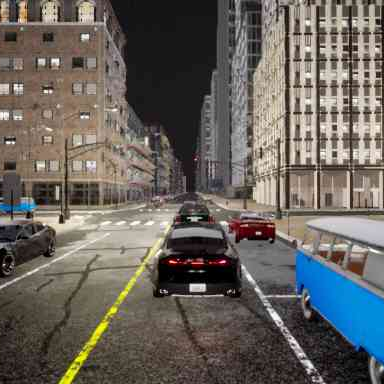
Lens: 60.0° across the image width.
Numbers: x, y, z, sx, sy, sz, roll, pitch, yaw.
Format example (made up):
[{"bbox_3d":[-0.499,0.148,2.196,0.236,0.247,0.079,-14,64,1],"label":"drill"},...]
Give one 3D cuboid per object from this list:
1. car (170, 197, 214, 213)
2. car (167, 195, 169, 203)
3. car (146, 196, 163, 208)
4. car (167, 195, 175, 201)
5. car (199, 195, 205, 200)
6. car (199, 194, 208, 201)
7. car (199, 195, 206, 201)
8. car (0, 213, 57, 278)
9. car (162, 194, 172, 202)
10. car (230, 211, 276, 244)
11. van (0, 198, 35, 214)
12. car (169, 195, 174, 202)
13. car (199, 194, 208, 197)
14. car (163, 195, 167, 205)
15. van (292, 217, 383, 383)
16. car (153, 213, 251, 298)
[{"bbox_3d":[0.085,1.352,17.608,2.097,1.767,4.553,0,0,-1],"label":"car"},{"bbox_3d":[-5.630,1.562,59.541,1.802,1.307,4.206,1,0,0],"label":"car"},{"bbox_3d":[-5.640,1.573,48.237,1.802,1.307,4.206,1,0,0],"label":"car"},{"bbox_3d":[-5.605,1.475,87.629,1.752,1.417,4.829,1,0,0],"label":"car"},{"bbox_3d":[2.779,1.524,93.441,1.802,1.307,4.206,1,0,0],"label":"car"},{"bbox_3d":[2.772,1.396,82.139,1.967,1.590,4.097,1,0,0],"label":"car"},{"bbox_3d":[2.776,1.474,87.960,1.752,1.417,4.829,1,0,0],"label":"car"},{"bbox_3d":[-5.673,1.567,10.222,1.947,1.339,4.313,1,0,0],"label":"car"},{"bbox_3d":[-5.613,1.402,76.495,1.967,1.590,4.097,1,0,0],"label":"car"},{"bbox_3d":[2.712,1.545,15.786,1.887,1.381,4.507,1,0,0],"label":"car"},{"bbox_3d":[-19.705,1.525,37.119,3.998,1.788,1.690,0,0,1],"label":"van"},{"bbox_3d":[-5.620,1.519,70.843,2.008,1.369,4.403,1,0,0],"label":"car"},{"bbox_3d":[2.751,1.531,59.532,2.008,1.369,4.403,1,0,0],"label":"car"},{"bbox_3d":[-5.633,1.426,53.890,1.967,1.590,4.097,1,0,0],"label":"car"},{"bbox_3d":[2.705,1.342,4.632,1.690,1.788,3.998,1,0,0],"label":"van"},{"bbox_3d":[0.108,1.506,8.515,1.837,1.490,4.892,0,0,0],"label":"car"}]
